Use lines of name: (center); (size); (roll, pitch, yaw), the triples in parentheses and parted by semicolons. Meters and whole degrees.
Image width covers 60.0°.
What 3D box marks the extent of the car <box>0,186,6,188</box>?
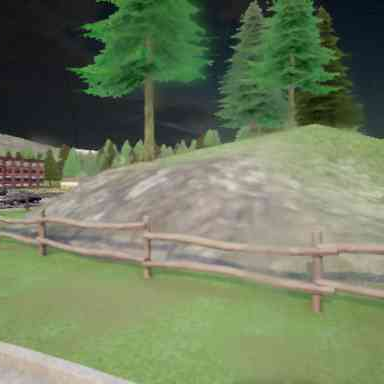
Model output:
car: (-22.052, 0.367, 35.103); (2.150, 2.045, 5.566); (0, 2, 19)

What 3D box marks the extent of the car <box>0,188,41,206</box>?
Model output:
car: (-18.305, 0.629, 35.245); (2.128, 1.511, 4.902); (0, 2, 19)
